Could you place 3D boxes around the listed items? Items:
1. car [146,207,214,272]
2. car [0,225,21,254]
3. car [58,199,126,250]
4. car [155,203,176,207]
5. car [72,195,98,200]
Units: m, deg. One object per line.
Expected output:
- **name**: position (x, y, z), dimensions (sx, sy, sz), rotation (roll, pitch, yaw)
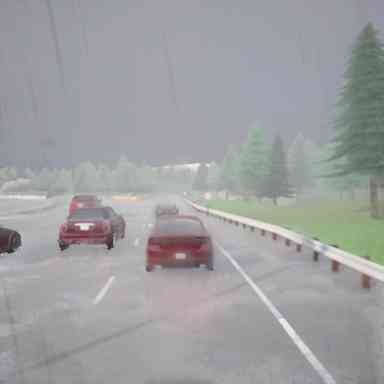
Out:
- **car**: position (-0.435, 1.481, 10.940), dimensions (1.882, 1.535, 5.008), rotation (0, 0, -3)
- **car**: position (-7.463, 1.603, 11.084), dimensions (1.994, 1.385, 4.181), rotation (0, 0, -4)
- **car**: position (-4.208, 1.375, 14.680), dimensions (2.097, 1.767, 4.553), rotation (0, 0, -4)
- **car**: position (-2.292, 1.616, 29.003), dimensions (1.895, 1.301, 4.718), rotation (0, 0, -8)
- **car**: position (-9.516, 1.273, 30.076), dimensions (2.150, 2.045, 5.566), rotation (0, 0, -8)
